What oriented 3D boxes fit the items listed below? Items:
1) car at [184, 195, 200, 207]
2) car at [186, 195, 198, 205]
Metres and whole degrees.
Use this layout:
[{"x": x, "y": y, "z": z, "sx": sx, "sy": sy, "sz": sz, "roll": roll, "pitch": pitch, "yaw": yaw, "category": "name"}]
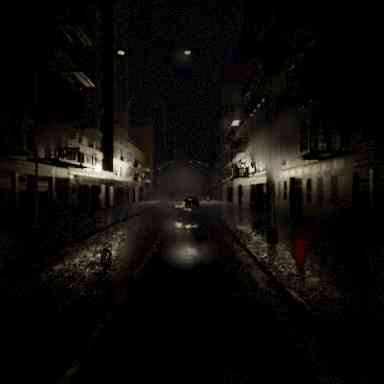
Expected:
[{"x": 0.003, "y": 1.320, "z": 45.998, "sx": 1.837, "sy": 1.490, "sz": 4.892, "roll": 0, "pitch": 0, "yaw": 0, "category": "car"}, {"x": 0.004, "y": 1.264, "z": 56.416, "sx": 1.882, "sy": 1.535, "sz": 5.008, "roll": 0, "pitch": 0, "yaw": 0, "category": "car"}]
